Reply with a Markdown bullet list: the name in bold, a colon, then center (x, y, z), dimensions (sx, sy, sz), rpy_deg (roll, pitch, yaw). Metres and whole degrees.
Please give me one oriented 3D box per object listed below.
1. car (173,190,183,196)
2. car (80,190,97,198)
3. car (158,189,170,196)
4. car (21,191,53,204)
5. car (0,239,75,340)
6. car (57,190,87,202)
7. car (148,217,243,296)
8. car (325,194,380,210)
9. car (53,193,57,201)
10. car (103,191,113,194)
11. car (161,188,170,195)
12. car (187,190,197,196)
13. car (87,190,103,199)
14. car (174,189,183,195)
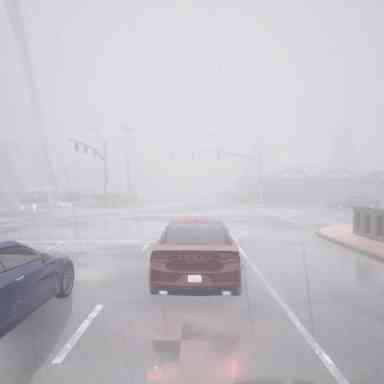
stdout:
- **car**: center (-3.488, 0.242, 77.802), dimensions (1.994, 1.385, 4.181), rpy_deg (0, 1, 0)
- **car**: center (-20.991, 0.368, 67.452), dimensions (1.837, 1.490, 4.892), rpy_deg (0, 1, 0)
- **car**: center (-6.989, 0.214, 78.663), dimensions (2.033, 1.411, 5.357), rpy_deg (0, 1, 0)
- **car**: center (-21.090, 0.610, 44.836), dimensions (2.097, 1.767, 4.553), rpy_deg (0, 1, 0)
- **car**: center (-3.435, 1.458, 5.249), dimensions (1.812, 1.442, 4.674), rpy_deg (0, 1, 0)
- **car**: center (-17.608, 0.677, 49.062), dimensions (2.128, 1.511, 4.902), rpy_deg (0, 1, -1)
- **car**: center (0.113, 1.362, 8.434), dimensions (1.882, 1.535, 5.008), rpy_deg (0, 1, 1)
- **car**: center (15.512, 0.980, 32.226), dimensions (4.892, 1.490, 1.837), rpy_deg (0, 1, 2)
- **car**: center (-21.076, 0.631, 53.699), dimensions (1.812, 1.442, 4.674), rpy_deg (0, 1, 0)
- **car**: center (-17.490, 0.393, 69.072), dimensions (1.994, 1.385, 4.181), rpy_deg (0, 1, 0)
- **car**: center (-6.988, -0.152, 89.173), dimensions (2.097, 1.767, 4.553), rpy_deg (0, 1, 1)
- **car**: center (0.014, 0.193, 77.586), dimensions (1.837, 1.490, 4.892), rpy_deg (0, 1, 0)
- **car**: center (-17.551, 0.548, 58.485), dimensions (1.812, 1.442, 4.674), rpy_deg (0, 1, 0)
- **car**: center (-3.488, 0.060, 87.588), dimensions (2.033, 1.411, 5.357), rpy_deg (0, 1, 0)
